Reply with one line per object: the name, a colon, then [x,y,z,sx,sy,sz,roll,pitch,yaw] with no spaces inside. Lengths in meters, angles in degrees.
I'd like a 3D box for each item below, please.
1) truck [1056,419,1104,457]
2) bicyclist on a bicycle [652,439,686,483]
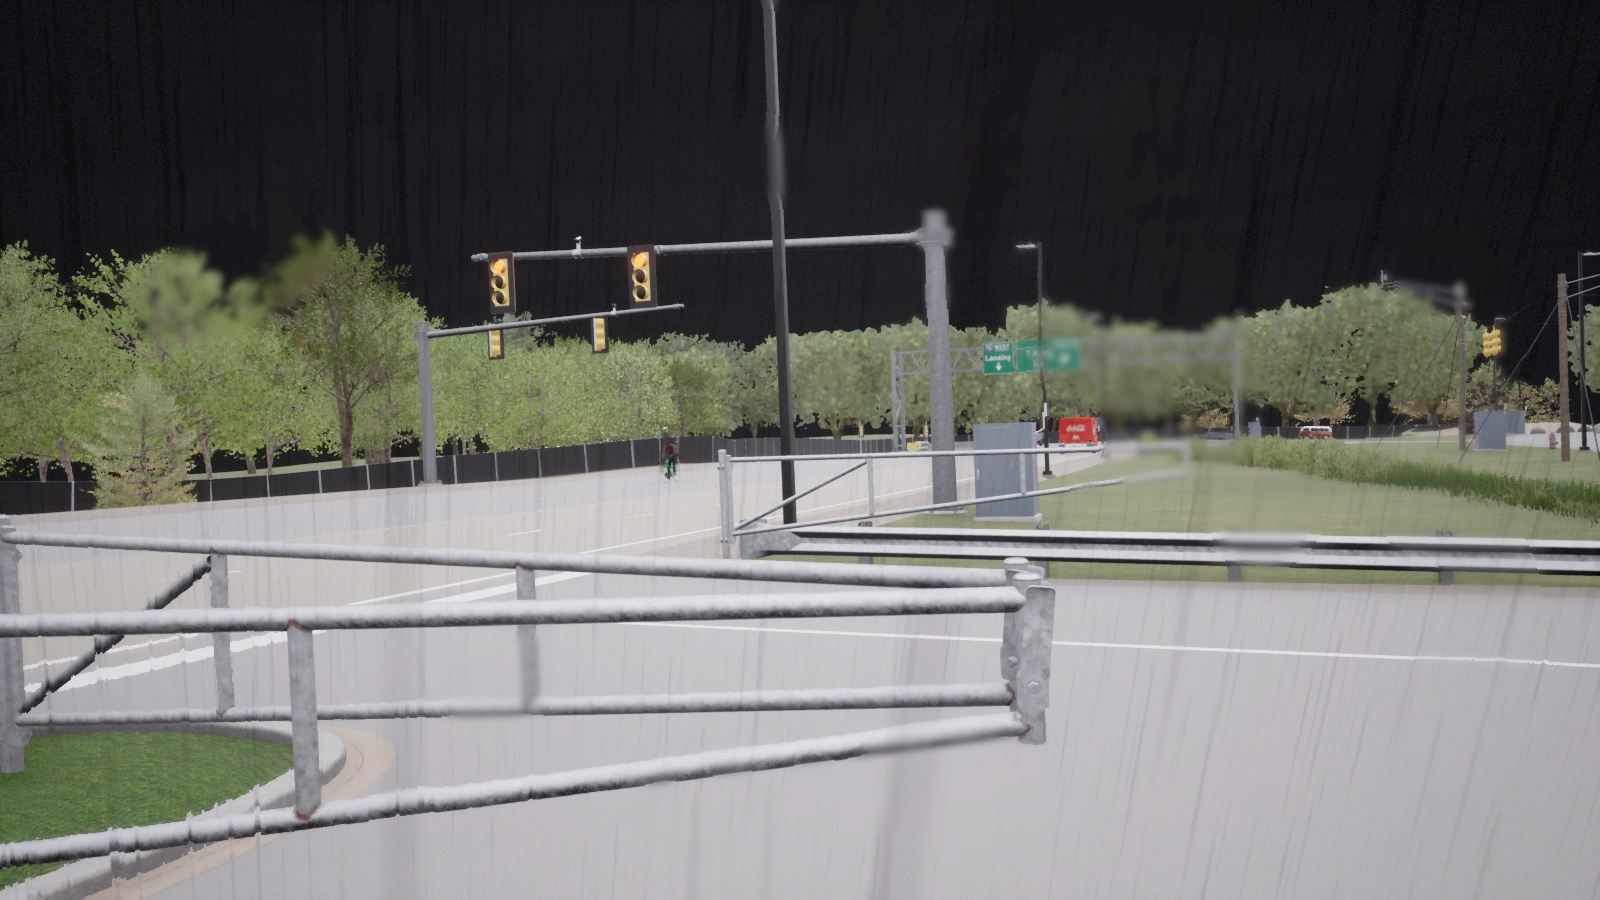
truck: [19.372,-0.854,86.765,2.627,2.467,5.204,-1,0,18]
bicyclist on a bicycle: [-4.890,0.400,47.045,0.582,1.620,1.656,-1,1,18]
